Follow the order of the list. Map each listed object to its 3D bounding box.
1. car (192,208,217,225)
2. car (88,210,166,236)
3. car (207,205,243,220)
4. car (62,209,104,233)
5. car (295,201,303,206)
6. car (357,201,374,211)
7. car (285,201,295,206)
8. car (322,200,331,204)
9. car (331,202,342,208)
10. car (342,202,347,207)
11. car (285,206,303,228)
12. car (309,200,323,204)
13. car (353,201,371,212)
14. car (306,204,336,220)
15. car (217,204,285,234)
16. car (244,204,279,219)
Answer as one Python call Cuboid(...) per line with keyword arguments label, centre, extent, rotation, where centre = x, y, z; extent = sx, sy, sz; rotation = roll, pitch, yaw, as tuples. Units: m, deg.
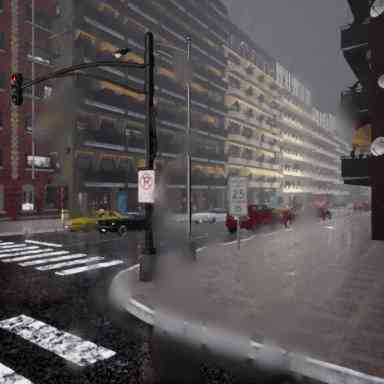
Cuboid(label="car", centre=(1.962, 2.093, 29.022), extent=(1.895, 1.301, 4.718), rotation=(0, -1, 35))
Cuboid(label="car", centre=(-3.787, 1.911, 20.817), extent=(1.895, 1.301, 4.718), rotation=(0, -1, 35))
Cuboid(label="car", centre=(3.682, 2.164, 36.016), extent=(1.887, 1.381, 4.507), rotation=(-1, -2, 35))
Cuboid(label="car", centre=(-6.165, 1.834, 21.962), extent=(1.752, 1.417, 4.829), rotation=(-1, -2, 35))
Cuboid(label="car", centre=(16.680, 2.340, 54.576), extent=(2.192, 1.841, 5.009), rotation=(-1, -2, 35))
Cuboid(label="car", centre=(33.300, 2.622, 63.751), extent=(2.192, 1.841, 5.009), rotation=(-1, -2, 35))
Cuboid(label="car", centre=(13.333, 2.446, 49.792), extent=(1.752, 1.417, 4.829), rotation=(-1, -2, 35))
Cuboid(label="car", centre=(26.429, 2.640, 68.490), extent=(2.192, 1.841, 5.009), rotation=(-1, -2, 35))
Cuboid(label="car", centre=(32.931, 3.067, 77.762), extent=(1.887, 1.381, 4.507), rotation=(-1, -2, 35))
Cuboid(label="car", centre=(39.432, 3.282, 87.040), extent=(1.947, 1.339, 4.313), rotation=(-1, -2, 35))
Cuboid(label="car", centre=(7.304, 2.043, 26.638), extent=(1.887, 1.381, 4.507), rotation=(-1, -2, 35))
Cuboid(label="car", centre=(23.182, 2.771, 63.847), extent=(1.887, 1.381, 4.507), rotation=(-1, -2, 35))
Cuboid(label="car", centre=(30.050, 2.522, 59.112), extent=(2.192, 1.841, 5.009), rotation=(-1, -2, 35))
Cuboid(label="car", centre=(13.804, 2.284, 35.914), extent=(1.802, 1.307, 4.206), rotation=(-1, -2, 35))
Cuboid(label="car", centre=(4.053, 1.711, 22.006), extent=(2.192, 1.841, 5.009), rotation=(-1, -2, 35))
Cuboid(label="car", centre=(7.939, 2.171, 37.532), extent=(2.128, 1.511, 4.902), rotation=(0, -1, 35))
